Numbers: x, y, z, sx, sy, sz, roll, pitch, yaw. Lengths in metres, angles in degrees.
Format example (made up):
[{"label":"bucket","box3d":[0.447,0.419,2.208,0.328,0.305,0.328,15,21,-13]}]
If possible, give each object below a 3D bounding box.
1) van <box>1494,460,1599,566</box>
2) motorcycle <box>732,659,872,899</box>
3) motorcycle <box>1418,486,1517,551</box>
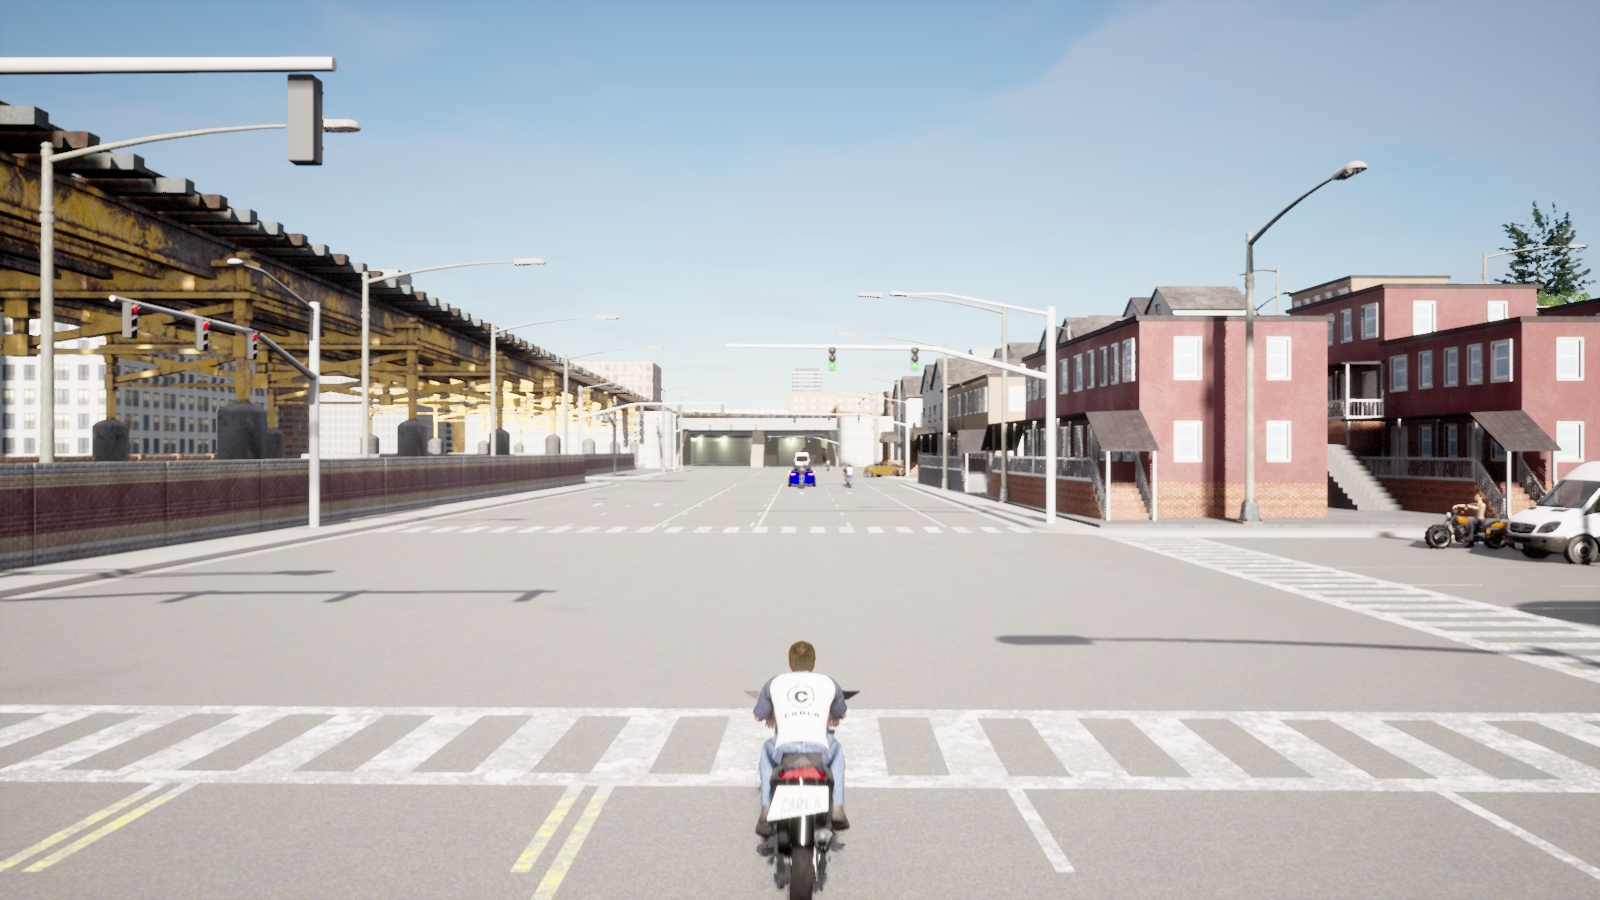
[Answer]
[{"label":"van","box3d":[21.128,1.552,28.934,5.915,2.561,1.988,0,0,0]},{"label":"motorcycle","box3d":[0.014,2.179,7.555,0.803,1.224,2.033,0,0,0]},{"label":"motorcycle","box3d":[18.944,1.927,32.440,2.356,1.802,0.764,0,0,0]}]
